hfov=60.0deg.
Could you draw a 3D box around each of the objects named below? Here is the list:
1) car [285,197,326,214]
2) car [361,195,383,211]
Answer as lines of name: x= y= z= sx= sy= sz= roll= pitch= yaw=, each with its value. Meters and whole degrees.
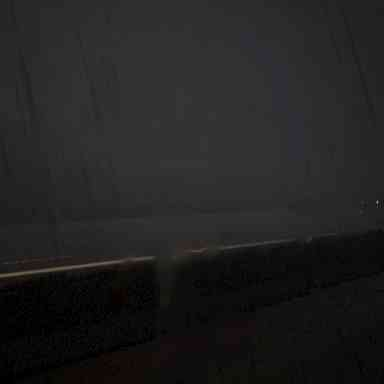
car: x=11.484 y=1.297 z=33.684 sx=5.008 sy=1.535 sz=1.882 roll=0 pitch=0 yaw=-35
car: x=19.991 y=1.076 z=35.447 sx=4.553 sy=1.767 sz=2.097 roll=-1 pitch=1 yaw=-35
